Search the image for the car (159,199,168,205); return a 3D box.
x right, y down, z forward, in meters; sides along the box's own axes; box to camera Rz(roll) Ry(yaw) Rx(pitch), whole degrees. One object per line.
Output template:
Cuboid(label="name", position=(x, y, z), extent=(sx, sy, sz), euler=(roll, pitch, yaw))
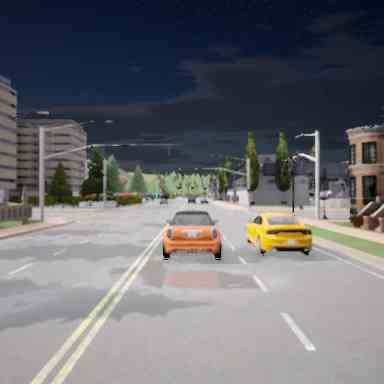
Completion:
Cuboid(label="car", position=(-7.011, 2.428, 82.361), extent=(1.837, 1.490, 4.892), euler=(0, -1, 0))

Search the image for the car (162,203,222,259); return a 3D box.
Cuboid(label="car", position=(0.022, 1.504, 13.402), extent=(2.097, 1.767, 4.553), euler=(0, -1, 1))

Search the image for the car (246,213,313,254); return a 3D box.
Cuboid(label="car", position=(3.529, 1.639, 14.218), extent=(1.882, 1.535, 5.008), euler=(0, 0, 1))

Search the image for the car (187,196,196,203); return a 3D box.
Cuboid(label="car", position=(-0.012, 2.222, 89.236), extent=(2.150, 2.045, 5.566), euler=(0, -1, 0))

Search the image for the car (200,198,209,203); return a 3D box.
Cuboid(label="car", position=(3.488, 2.596, 89.606), extent=(1.895, 1.301, 4.718), euler=(0, -1, 0))
